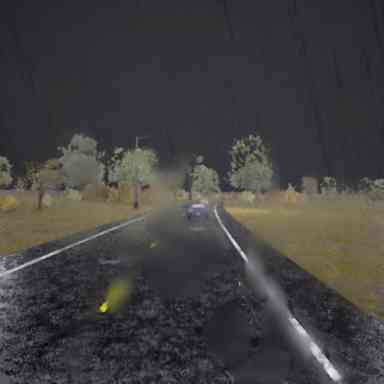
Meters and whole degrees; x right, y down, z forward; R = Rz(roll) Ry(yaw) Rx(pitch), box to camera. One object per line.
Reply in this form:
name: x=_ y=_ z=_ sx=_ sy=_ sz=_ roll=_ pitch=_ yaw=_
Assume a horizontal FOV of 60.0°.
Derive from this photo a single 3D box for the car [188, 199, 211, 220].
car: x=0.617 y=1.654 z=29.712 sx=1.812 sy=1.442 sz=4.674 roll=0 pitch=0 yaw=3
